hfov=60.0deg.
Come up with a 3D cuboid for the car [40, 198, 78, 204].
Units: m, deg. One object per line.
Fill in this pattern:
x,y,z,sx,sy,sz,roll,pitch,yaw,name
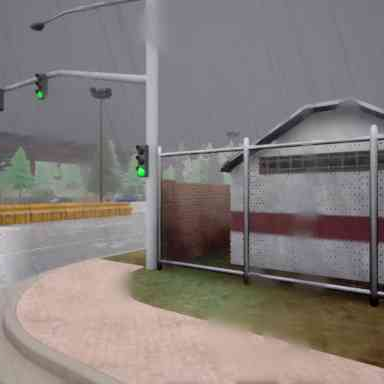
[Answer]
-15.880,1.503,39.628,1.837,1.490,4.892,0,0,34,car
